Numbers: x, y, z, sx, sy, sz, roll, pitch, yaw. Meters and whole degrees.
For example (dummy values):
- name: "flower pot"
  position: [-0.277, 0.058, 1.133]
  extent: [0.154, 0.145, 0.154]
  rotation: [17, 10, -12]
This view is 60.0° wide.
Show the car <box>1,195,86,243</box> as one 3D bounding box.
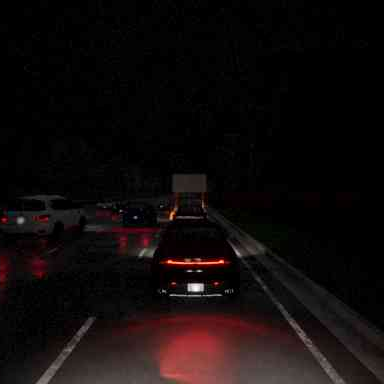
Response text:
- name: "car"
  position: [-7.005, 1.222, 16.283]
  extent: [2.150, 2.045, 5.566]
  rotation: [0, 0, 0]

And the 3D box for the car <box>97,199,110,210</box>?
- name: "car"
  position: [-10.725, 1.601, 42.850]
  extent: [1.895, 1.301, 4.718]
  rotation: [0, 0, 0]

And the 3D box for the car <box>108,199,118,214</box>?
- name: "car"
  position: [-7.165, 1.601, 35.577]
  extent: [1.895, 1.301, 4.718]
  rotation: [0, 0, 0]

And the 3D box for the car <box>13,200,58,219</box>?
- name: "car"
  position: [-14.121, 1.506, 30.376]
  extent: [1.837, 1.490, 4.892]
  rotation: [0, 0, 0]

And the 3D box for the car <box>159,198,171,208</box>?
- name: "car"
  position: [-3.730, 1.526, 42.068]
  extent: [1.812, 1.442, 4.674]
  rotation: [0, 0, -2]

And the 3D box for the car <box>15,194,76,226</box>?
- name: "car"
  position: [-10.574, 1.222, 24.620]
  extent: [2.150, 2.045, 5.566]
  rotation: [0, 0, 0]

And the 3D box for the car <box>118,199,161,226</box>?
- name: "car"
  position: [-3.564, 1.478, 23.350]
  extent: [1.882, 1.535, 5.008]
  rotation: [0, -1, 0]

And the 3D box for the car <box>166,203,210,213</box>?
- name: "car"
  position: [-0.053, 1.488, 18.912]
  extent: [2.128, 1.511, 4.902]
  rotation: [0, 0, 1]

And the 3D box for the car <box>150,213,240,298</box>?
- name: "car"
  position: [0.052, 1.505, 8.525]
  extent: [1.837, 1.490, 4.892]
  rotation: [0, 0, 0]

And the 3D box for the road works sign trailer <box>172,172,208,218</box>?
- name: "road works sign trailer"
  position: [-0.174, 0.464, 22.782]
  extent: [2.380, 3.560, 2.880]
  rotation: [0, 0, -3]
